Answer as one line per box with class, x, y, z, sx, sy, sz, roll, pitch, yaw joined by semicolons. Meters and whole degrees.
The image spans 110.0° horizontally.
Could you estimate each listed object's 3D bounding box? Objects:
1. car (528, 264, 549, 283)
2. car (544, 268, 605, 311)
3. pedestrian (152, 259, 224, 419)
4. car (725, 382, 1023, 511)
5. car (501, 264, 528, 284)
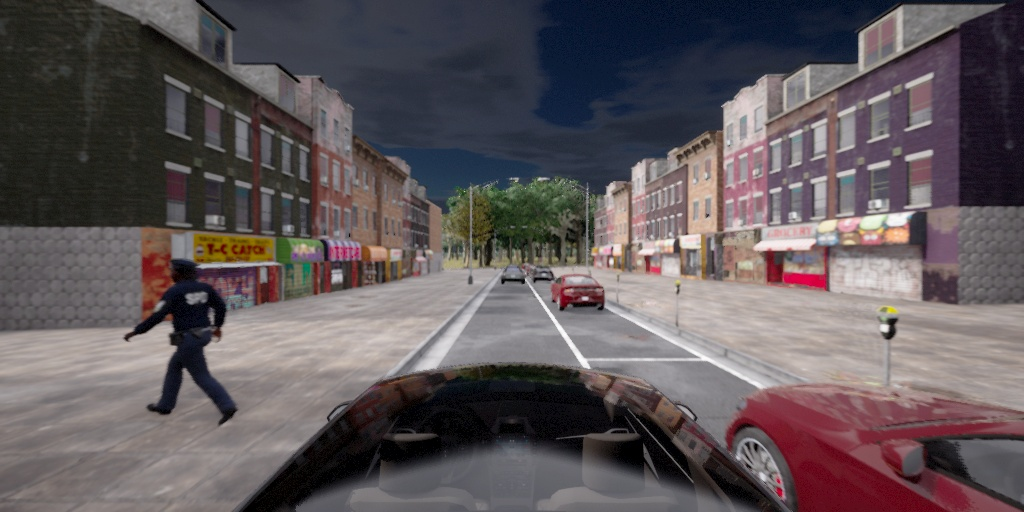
car;2.633;1.586;31.289;1.948;1.339;4.313;0;0;0
car;2.635;1.412;15.071;1.888;1.381;4.507;0;0;0
pedestrian;-3.577;0.911;3.979;0.375;1.860;0.375;-1;0;0
car;2.750;1.272;1.153;1.812;1.442;4.674;0;0;0
car;0.091;1.572;30.057;1.994;1.385;4.181;0;-1;0
